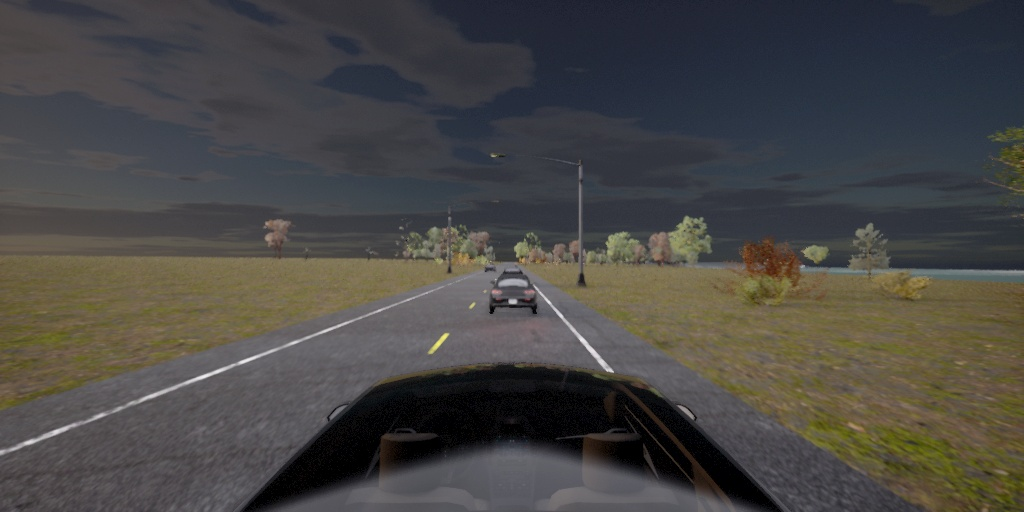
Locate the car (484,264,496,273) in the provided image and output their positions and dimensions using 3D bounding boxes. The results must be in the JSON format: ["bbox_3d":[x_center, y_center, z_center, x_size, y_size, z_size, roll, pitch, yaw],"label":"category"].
[{"bbox_3d":[-3.536,2.061,59.406,2.033,1.411,5.357,0,-1,1],"label":"car"}]

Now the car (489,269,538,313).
[{"bbox_3d":[0.055,1.452,14.863,1.812,1.442,4.674,0,-1,0],"label":"car"}]

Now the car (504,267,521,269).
[{"bbox_3d":[0.053,1.609,29.181,2.128,1.511,4.902,0,-1,0],"label":"car"}]
